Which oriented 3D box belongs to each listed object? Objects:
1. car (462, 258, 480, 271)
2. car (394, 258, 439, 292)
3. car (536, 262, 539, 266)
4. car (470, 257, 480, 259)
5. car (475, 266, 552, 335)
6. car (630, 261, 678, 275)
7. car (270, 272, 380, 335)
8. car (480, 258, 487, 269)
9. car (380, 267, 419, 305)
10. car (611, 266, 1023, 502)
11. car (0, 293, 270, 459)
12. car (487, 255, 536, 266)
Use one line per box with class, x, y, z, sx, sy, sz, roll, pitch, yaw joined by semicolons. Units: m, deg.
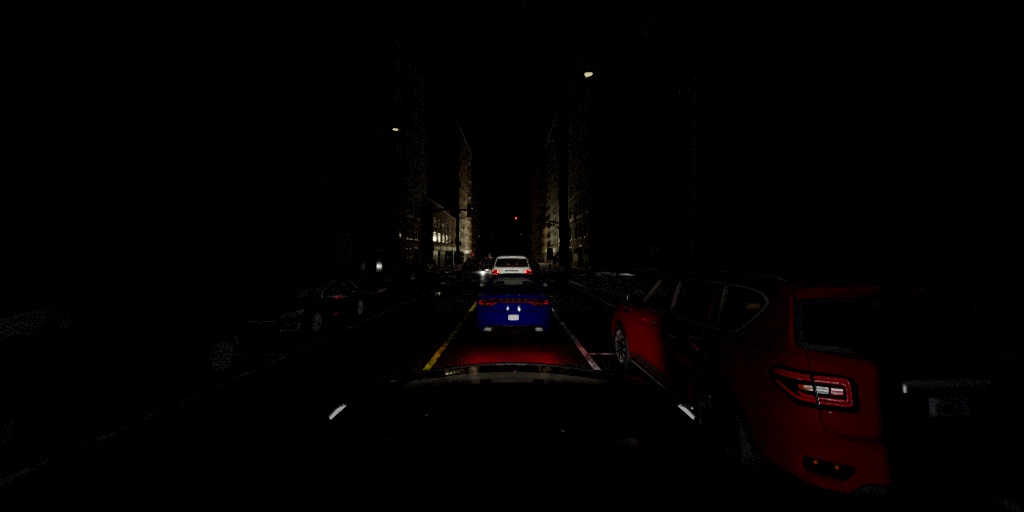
car;-5.721;1.350;48.439;1.802;1.307;4.207;0;0;0
car;-5.689;1.064;21.439;2.192;1.841;5.009;0;0;0
car;2.804;1.350;48.476;1.802;1.307;4.207;0;0;0
car;-5.728;1.090;54.004;2.192;1.841;5.009;0;0;0
car;0.044;1.226;10.499;1.882;1.535;5.008;0;0;0
car;14.642;1.199;37.053;4.181;1.385;1.994;0;1;0
car;-5.676;1.299;10.274;2.007;1.370;4.403;0;0;0
car;-3.154;1.295;48.980;1.812;1.442;4.674;0;0;-3
car;-5.683;1.330;15.857;1.802;1.307;4.207;0;0;0
car;2.855;1.064;4.724;2.192;1.841;5.009;0;0;0
car;-5.670;1.294;4.692;1.888;1.381;4.507;0;0;0
car;-0.016;0.971;20.159;2.150;2.045;5.566;0;0;0
